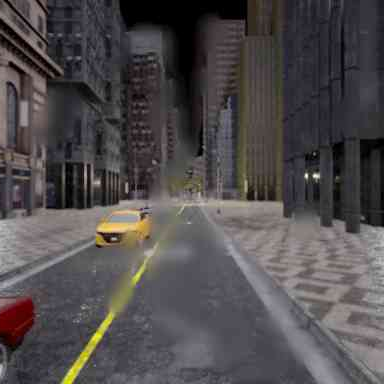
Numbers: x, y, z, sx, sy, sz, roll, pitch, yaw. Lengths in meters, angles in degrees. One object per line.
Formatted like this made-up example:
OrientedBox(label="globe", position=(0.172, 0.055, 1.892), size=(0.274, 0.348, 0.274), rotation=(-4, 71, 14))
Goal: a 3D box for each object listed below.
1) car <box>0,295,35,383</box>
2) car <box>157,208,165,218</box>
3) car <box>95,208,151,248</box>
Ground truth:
OrientedBox(label="car", position=(-3.098, 1.629, 2.374), size=(1.895, 1.301, 4.718), rotation=(0, -1, 0))
OrientedBox(label="car", position=(-3.043, 1.517, 25.585), size=(1.994, 1.385, 4.181), rotation=(0, -1, 0))
OrientedBox(label="car", position=(-3.106, 1.633, 15.803), size=(1.882, 1.535, 5.008), rotation=(0, -1, 0))
